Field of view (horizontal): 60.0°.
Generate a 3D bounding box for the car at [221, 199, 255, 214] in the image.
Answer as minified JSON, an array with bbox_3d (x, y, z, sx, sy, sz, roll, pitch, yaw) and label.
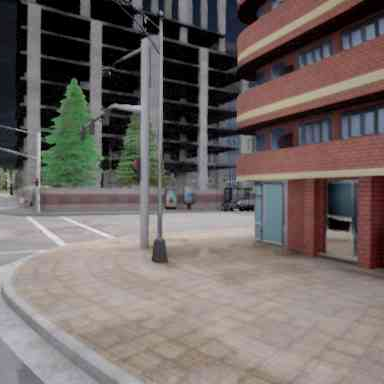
[{"bbox_3d":[5.550,1.509,36.458,5.008,1.535,1.882,0,0,-29],"label":"car"}]
